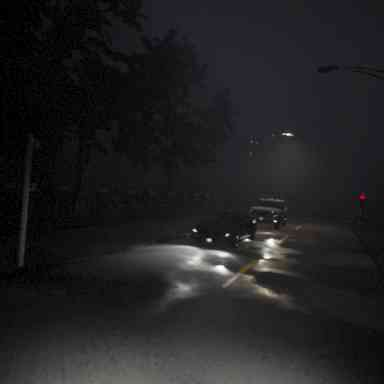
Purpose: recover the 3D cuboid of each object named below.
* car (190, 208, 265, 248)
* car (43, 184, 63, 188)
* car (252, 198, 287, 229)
[{"bbox_3d":[1.741,1.589,15.612,2.033,1.411,5.357,5,0,23],"label":"car"},{"bbox_3d":[-21.727,-0.584,53.871,4.718,1.301,1.895,5,0,23],"label":"car"},{"bbox_3d":[5.863,1.547,25.266,2.150,2.045,5.566,5,0,23],"label":"car"}]
